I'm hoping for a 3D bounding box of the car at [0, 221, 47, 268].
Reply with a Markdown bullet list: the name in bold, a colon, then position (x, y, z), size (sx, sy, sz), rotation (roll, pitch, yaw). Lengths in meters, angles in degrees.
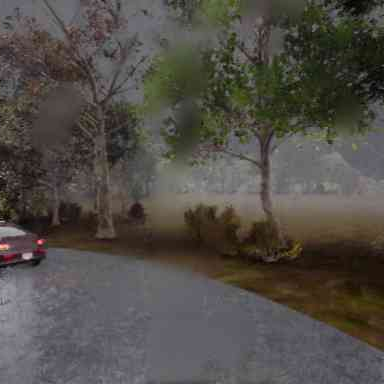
- **car**: position (-6.568, 1.663, 10.592), size (4.674, 1.442, 1.812), rotation (-1, 0, 32)
